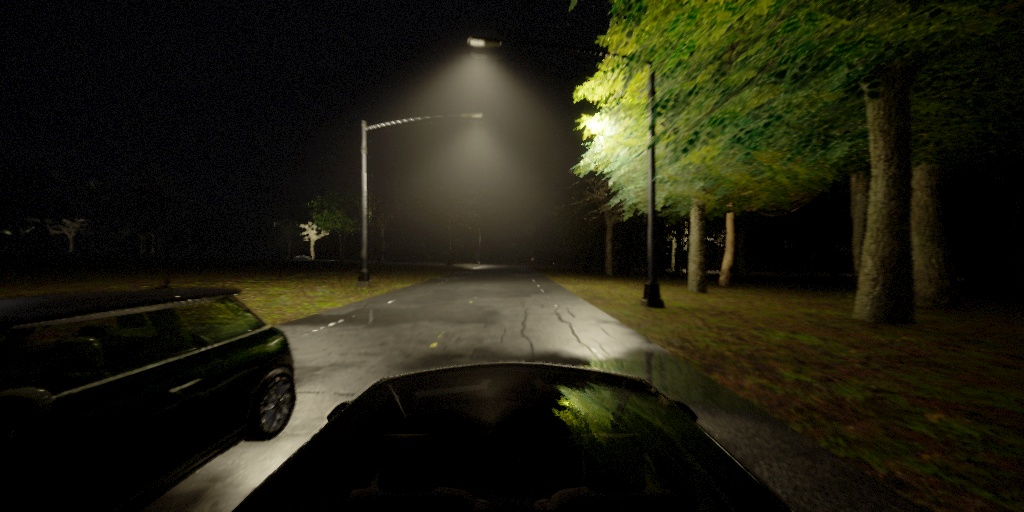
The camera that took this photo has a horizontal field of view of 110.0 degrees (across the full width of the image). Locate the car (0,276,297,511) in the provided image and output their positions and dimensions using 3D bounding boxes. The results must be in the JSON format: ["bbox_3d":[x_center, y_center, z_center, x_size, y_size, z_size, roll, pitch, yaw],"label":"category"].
[{"bbox_3d":[-3.599,1.098,2.322,2.097,1.767,4.553,0,0,0],"label":"car"}]
